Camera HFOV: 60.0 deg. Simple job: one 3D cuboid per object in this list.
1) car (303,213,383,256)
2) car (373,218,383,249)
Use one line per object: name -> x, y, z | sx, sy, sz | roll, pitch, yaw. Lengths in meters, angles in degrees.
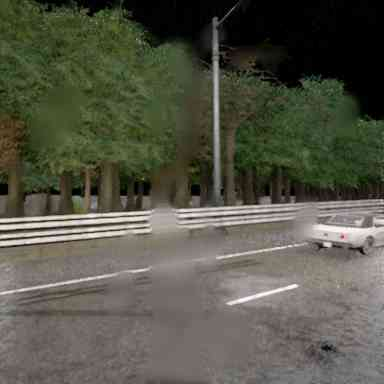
car -> 6.351, 1.422, 12.271 | 4.718, 1.301, 1.895 | -1, 1, -34
car -> 6.727, 1.374, 8.306 | 4.674, 1.442, 1.812 | -1, 1, -34
